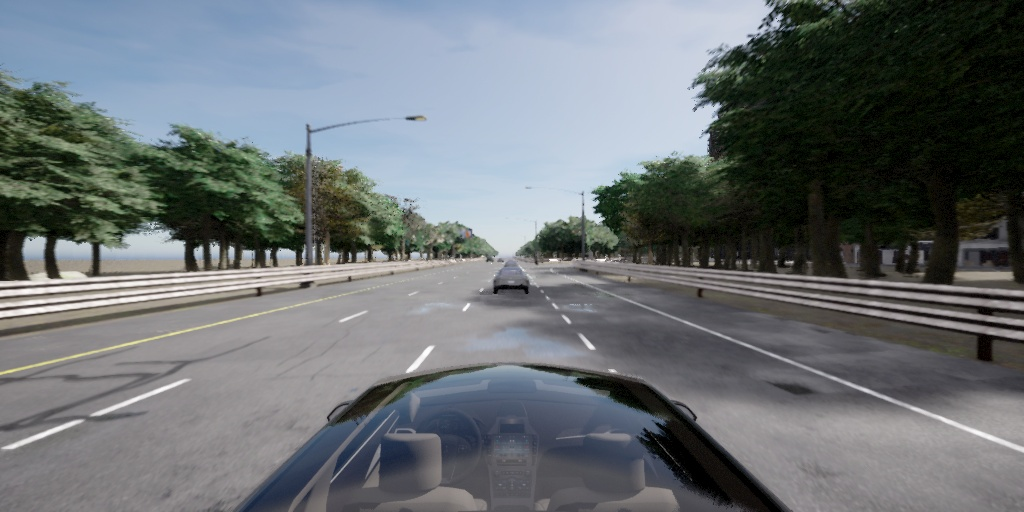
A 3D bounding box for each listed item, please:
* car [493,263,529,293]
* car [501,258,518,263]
[{"bbox_3d":[-0.049,1.324,20.738,1.994,1.385,4.181,0,0,0],"label":"car"},{"bbox_3d":[-0.108,1.339,50.899,1.994,1.385,4.181,0,0,0],"label":"car"}]
